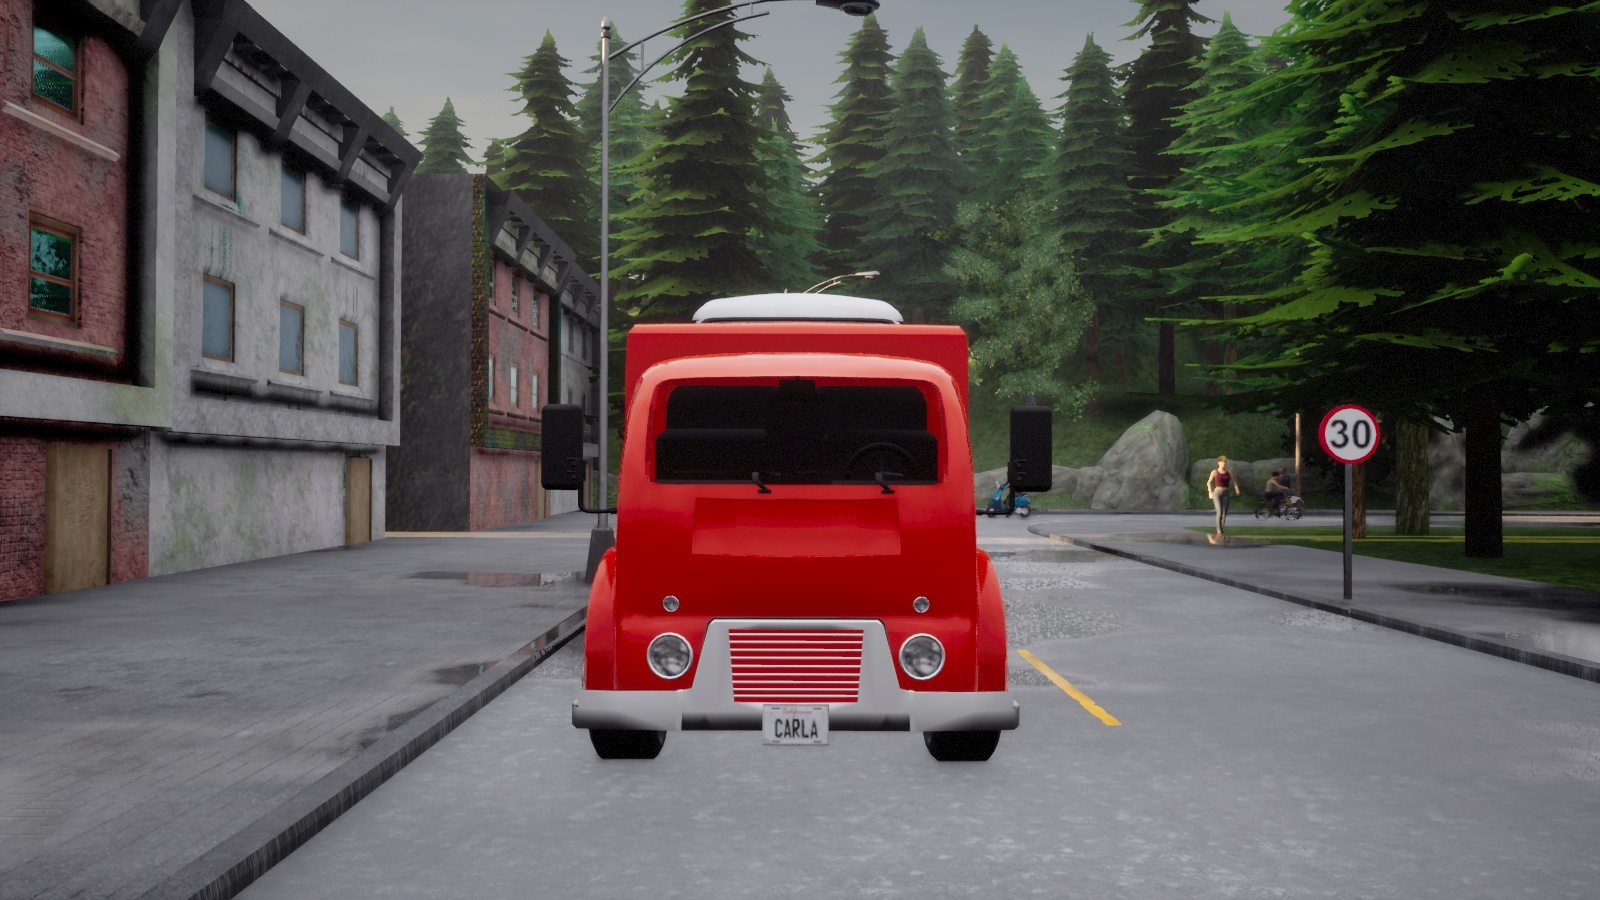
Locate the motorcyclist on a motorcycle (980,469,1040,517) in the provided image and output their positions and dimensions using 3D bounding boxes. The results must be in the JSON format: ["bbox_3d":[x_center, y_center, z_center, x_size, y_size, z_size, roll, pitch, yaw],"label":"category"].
[{"bbox_3d":[7.185,1.462,43.002,1.817,1.590,0.866,0,-1,-21],"label":"motorcyclist on a motorcycle"}]

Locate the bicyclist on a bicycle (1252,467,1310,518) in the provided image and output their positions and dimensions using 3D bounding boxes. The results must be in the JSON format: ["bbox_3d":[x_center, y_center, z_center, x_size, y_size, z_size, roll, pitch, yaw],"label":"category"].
[{"bbox_3d":[15.403,1.363,40.219,1.509,1.612,0.866,0,-1,-2],"label":"bicyclist on a bicycle"}]

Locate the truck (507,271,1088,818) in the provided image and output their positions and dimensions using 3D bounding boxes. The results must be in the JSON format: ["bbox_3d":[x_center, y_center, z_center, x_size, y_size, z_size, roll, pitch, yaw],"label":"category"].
[{"bbox_3d":[-0.024,0.467,8.306,2.627,2.467,5.204,0,-1,0],"label":"truck"}]

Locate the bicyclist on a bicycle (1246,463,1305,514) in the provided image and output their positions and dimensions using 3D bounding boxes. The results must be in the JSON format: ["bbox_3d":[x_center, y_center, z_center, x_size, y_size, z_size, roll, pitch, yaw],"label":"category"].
[{"bbox_3d":[16.772,1.360,44.306,1.843,1.776,0.659,0,-1,0],"label":"bicyclist on a bicycle"}]

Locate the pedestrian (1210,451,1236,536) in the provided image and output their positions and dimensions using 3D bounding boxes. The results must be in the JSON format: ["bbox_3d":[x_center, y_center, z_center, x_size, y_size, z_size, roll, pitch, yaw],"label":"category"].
[{"bbox_3d":[9.223,0.946,27.400,0.345,1.836,0.594,0,-1,0],"label":"pedestrian"}]

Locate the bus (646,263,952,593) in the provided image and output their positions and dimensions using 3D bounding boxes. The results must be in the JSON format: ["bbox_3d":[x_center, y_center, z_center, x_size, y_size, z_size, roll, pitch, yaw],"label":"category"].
[{"bbox_3d":[-0.092,-0.203,21.375,3.944,4.253,10.273,0,-1,-1],"label":"bus"}]

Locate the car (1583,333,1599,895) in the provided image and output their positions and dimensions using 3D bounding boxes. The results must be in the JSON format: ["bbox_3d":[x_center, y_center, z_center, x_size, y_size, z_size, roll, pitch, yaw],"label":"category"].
[{"bbox_3d":[3.994,0.549,1.864,2.150,2.045,5.566,0,-1,0],"label":"car"}]
